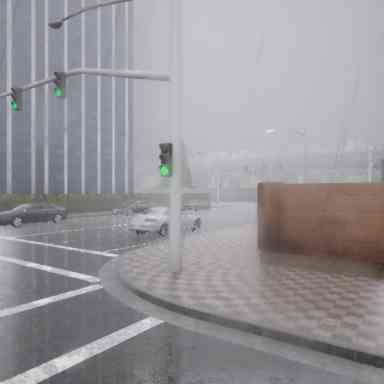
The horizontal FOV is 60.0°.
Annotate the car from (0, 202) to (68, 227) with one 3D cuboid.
[{"bbox_3d":[-11.008,1.505,22.940,1.837,1.490,4.892,0,0,35],"label":"car"}]

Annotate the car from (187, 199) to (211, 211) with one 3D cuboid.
[{"bbox_3d":[0.480,1.564,39.072,1.994,1.385,4.181,0,0,35],"label":"car"}]

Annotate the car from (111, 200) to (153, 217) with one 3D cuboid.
[{"bbox_3d":[-5.298,1.492,30.968,2.128,1.511,4.902,0,0,35],"label":"car"}]

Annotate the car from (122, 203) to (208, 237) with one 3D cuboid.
[{"bbox_3d":[-1.325,1.526,18.117,1.812,1.442,4.674,0,0,35],"label":"car"}]
